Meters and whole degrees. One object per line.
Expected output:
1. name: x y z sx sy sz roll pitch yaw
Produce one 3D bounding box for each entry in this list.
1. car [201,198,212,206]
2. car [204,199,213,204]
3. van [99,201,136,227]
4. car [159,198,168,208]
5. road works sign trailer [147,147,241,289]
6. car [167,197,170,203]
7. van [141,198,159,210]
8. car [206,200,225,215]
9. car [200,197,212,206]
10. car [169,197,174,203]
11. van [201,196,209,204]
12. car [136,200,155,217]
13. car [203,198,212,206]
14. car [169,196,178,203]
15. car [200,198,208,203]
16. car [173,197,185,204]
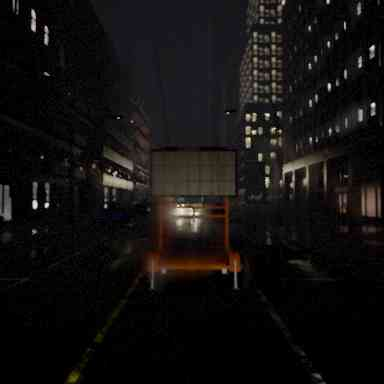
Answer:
1. car: 3.056 2.083 69.902 2.008 1.369 4.403 1 0 0
2. car: 2.918 1.882 41.412 2.008 1.369 4.403 1 0 0
3. van: -5.542 1.554 24.474 1.690 1.788 3.998 1 0 0
4. car: -5.406 1.980 52.966 2.008 1.369 4.403 1 0 0
5. road works sign trailer: 0.055 0.546 9.359 2.380 3.560 2.880 0 0 0
6. car: -5.379 2.051 58.663 1.802 1.307 4.206 1 0 0
7. van: -5.458 1.687 41.571 1.690 1.788 3.998 1 0 0
8. car: 2.890 1.838 35.715 2.008 1.369 4.403 1 0 0
9. car: 3.033 1.808 64.206 2.192 1.841 5.009 1 0 0
10. car: -5.263 1.940 81.461 2.192 1.841 5.009 1 0 0
11. van: 3.126 1.951 81.299 1.690 1.788 3.998 1 0 0
12. car: -5.490 1.869 35.873 1.947 1.339 4.313 1 0 0
13. car: 2.946 1.918 47.110 1.887 1.381 4.507 1 0 0
14. car: -5.207 2.014 92.857 2.192 1.841 5.009 1 0 0
15. car: 3.116 2.213 86.995 1.947 1.339 4.313 1 0 0
16. car: -2.609 2.089 78.030 2.128 1.511 4.902 0 0 0
